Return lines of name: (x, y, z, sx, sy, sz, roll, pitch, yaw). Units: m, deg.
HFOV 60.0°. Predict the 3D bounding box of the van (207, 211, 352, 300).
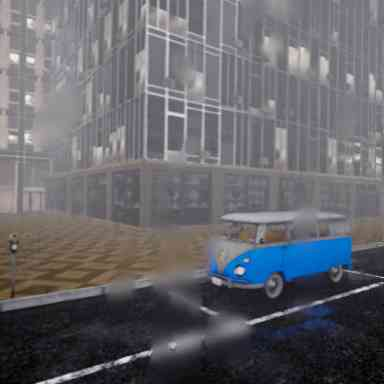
van: (2.260, 1.386, 8.231, 3.998, 1.788, 1.690, 1, 0, -35)
